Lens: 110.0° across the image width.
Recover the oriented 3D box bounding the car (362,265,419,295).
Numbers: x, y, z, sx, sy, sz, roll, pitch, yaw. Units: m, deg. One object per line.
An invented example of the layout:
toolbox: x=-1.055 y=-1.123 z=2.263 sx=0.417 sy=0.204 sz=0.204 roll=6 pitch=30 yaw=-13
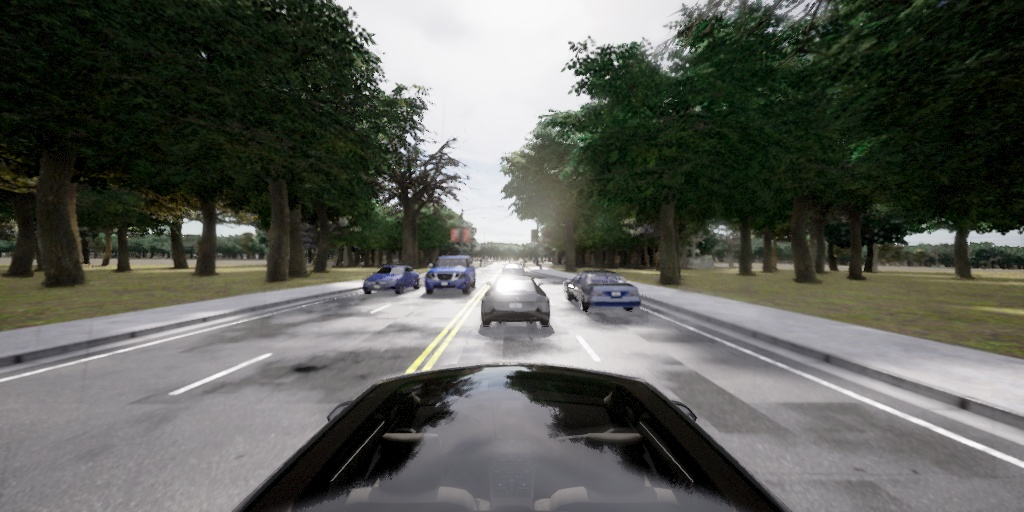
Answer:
car: x=-6.374 y=1.226 z=19.511 sx=1.812 sy=1.442 sz=4.674 roll=0 pitch=0 yaw=2

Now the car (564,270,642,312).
car: x=3.316 y=1.258 z=14.060 sx=2.033 sy=1.411 sz=5.357 roll=0 pitch=0 yaw=-1

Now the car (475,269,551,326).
car: x=0.098 y=1.282 z=11.507 sx=1.994 sy=1.385 sz=4.181 roll=0 pitch=0 yaw=0

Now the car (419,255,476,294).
car: x=-3.254 y=0.981 z=20.002 sx=2.150 sy=2.045 sz=5.566 roll=0 pitch=0 yaw=0

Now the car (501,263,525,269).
car: x=0.095 y=1.248 z=29.270 sx=2.033 sy=1.411 sz=5.357 roll=0 pitch=0 yaw=0
